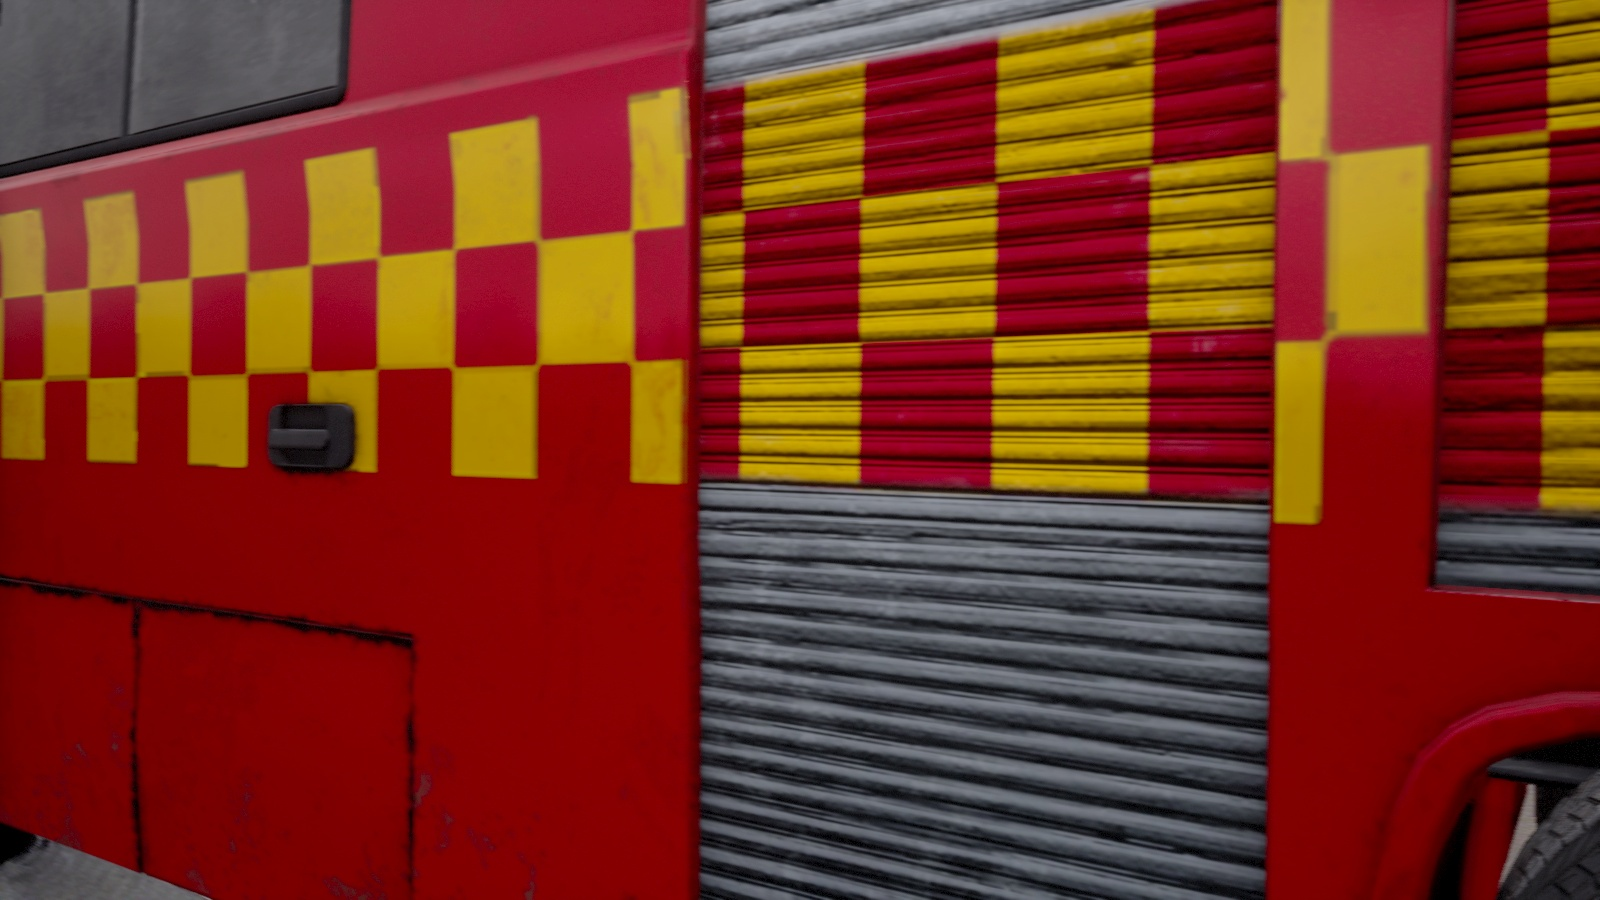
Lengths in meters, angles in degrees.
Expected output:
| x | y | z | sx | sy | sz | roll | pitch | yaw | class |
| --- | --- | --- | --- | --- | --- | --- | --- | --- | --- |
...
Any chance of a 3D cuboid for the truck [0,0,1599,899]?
| x | y | z | sx | sy | sz | roll | pitch | yaw | class |
| --- | --- | --- | --- | --- | --- | --- | --- | --- | --- |
| -0.331 | -0.483 | 3.821 | 8.468 | 3.827 | 2.891 | 0 | 1 | 34 | truck |
